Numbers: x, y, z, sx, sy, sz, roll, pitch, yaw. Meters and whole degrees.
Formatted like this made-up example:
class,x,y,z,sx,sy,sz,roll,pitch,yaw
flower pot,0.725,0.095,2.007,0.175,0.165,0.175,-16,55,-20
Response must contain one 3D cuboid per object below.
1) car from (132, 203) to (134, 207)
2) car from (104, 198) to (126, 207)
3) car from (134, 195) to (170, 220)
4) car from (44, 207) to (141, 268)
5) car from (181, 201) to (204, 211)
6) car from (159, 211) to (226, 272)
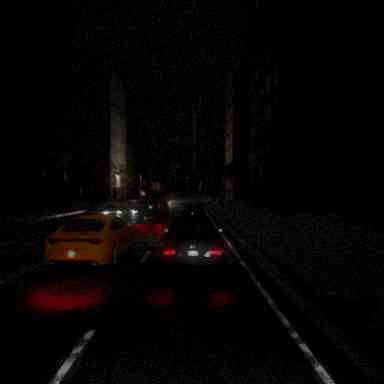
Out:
class,x,y,z,sx,sy,sz,roll,pitch,yaw
car,-6.590,1.571,43.641,1.812,1.442,4.674,0,0,0
car,-9.840,1.522,42.824,1.882,1.535,5.008,0,0,0
car,-3.190,1.262,28.435,2.150,2.045,5.566,0,0,0
car,-3.203,1.499,11.364,1.882,1.535,5.008,0,0,1
car,0.063,1.531,29.398,2.128,1.511,4.902,0,0,0
car,0.044,1.568,10.760,2.033,1.411,5.357,0,0,1
